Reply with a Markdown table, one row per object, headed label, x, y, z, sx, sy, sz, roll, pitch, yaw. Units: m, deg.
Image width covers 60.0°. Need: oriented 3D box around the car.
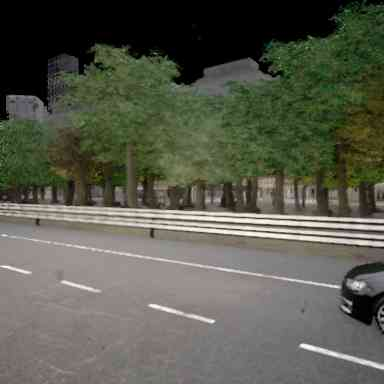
| label | x | y | z | sx | sy | sz | roll | pitch | yaw |
| --- | --- | --- | --- | --- | --- | --- | --- | --- | --- |
| car | 4.787 | 1.500 | 4.755 | 4.902 | 1.511 | 2.128 | 0 | 0 | 35 |
